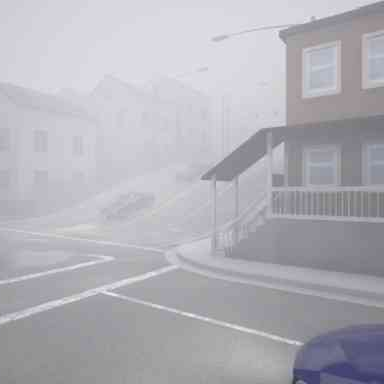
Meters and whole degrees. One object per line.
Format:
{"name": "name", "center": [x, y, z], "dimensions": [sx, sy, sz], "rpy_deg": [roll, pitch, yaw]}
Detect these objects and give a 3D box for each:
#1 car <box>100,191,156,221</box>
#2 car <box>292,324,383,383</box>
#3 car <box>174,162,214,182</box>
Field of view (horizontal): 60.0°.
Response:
{"name": "car", "center": [-4.812, 0.900, 25.072], "dimensions": [2.128, 1.511, 4.902], "rpy_deg": [0, 15, 35]}
{"name": "car", "center": [2.931, 1.526, 1.873], "dimensions": [4.674, 1.442, 1.812], "rpy_deg": [0, 0, 36]}
{"name": "car", "center": [0.175, -2.044, 32.367], "dimensions": [1.895, 1.301, 4.718], "rpy_deg": [0, 18, 35]}
